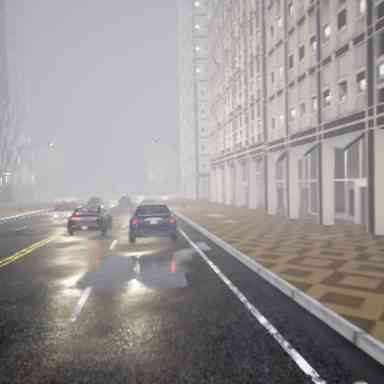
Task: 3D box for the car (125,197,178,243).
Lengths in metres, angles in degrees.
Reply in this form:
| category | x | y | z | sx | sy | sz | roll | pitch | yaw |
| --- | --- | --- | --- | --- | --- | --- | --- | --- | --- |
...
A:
| category | x | y | z | sx | sy | sz | roll | pitch | yaw |
| --- | --- | --- | --- | --- | --- | --- | --- | --- | --- |
| car | -1.896 | 1.264 | 15.990 | 2.097 | 1.767 | 4.553 | -1 | 0 | -8 |

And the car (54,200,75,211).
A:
| category | x | y | z | sx | sy | sz | roll | pitch | yaw |
| --- | --- | --- | --- | --- | --- | --- | --- | --- | --- |
| car | -15.519 | 1.613 | 41.090 | 1.895 | 1.301 | 4.718 | -1 | 0 | -8 |

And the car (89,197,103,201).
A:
| category | x | y | z | sx | sy | sz | roll | pitch | yaw |
| --- | --- | --- | --- | --- | --- | --- | --- | --- | --- |
| car | -12.562 | 1.426 | 43.355 | 1.837 | 1.490 | 4.892 | -1 | 1 | -8 |

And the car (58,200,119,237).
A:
| category | x | y | z | sx | sy | sz | roll | pitch | yaw |
| --- | --- | --- | --- | --- | --- | --- | --- | --- | --- |
| car | -5.459 | 1.467 | 18.198 | 2.128 | 1.511 | 4.902 | -1 | 0 | -8 |

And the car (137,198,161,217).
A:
| category | x | y | z | sx | sy | sz | roll | pitch | yaw |
| --- | --- | --- | --- | --- | --- | --- | --- | --- | --- |
| car | -4.040 | 1.382 | 30.944 | 2.033 | 1.411 | 5.357 | -1 | 1 | -8 |

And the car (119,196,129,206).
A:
| category | x | y | z | sx | sy | sz | roll | pitch | yaw |
| --- | --- | --- | --- | --- | --- | --- | --- | --- | --- |
| car | -10.232 | 1.325 | 51.153 | 1.812 | 1.442 | 4.674 | -1 | 0 | -8 |
